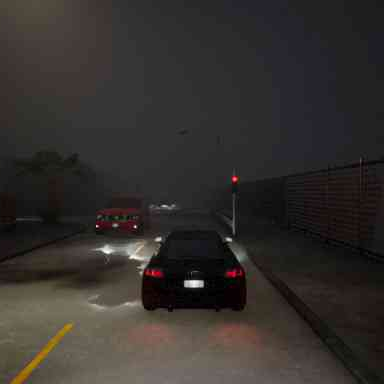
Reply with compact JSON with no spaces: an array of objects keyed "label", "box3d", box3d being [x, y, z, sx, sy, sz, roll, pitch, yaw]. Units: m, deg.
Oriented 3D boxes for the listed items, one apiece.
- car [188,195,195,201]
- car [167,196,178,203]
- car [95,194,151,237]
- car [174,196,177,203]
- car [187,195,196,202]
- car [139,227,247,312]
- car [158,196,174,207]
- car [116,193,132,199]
[{"label":"car","box3d":[-0.220,1.524,85.755,1.812,1.442,4.674,0,0,0]},{"label":"car","box3d":[-4.182,1.540,71.390,2.033,1.411,5.357,0,0,0]},{"label":"car","box3d":[-3.611,1.221,18.531,2.150,2.045,5.566,1,0,0]},{"label":"car","box3d":[-4.220,1.492,61.082,2.128,1.511,4.902,0,0,0]},{"label":"car","box3d":[-0.192,1.524,75.515,1.812,1.442,4.674,0,0,0]},{"label":"car","box3d":[0.044,1.564,7.785,1.994,1.385,4.181,0,0,0]},{"label":"car","box3d":[-4.224,1.478,51.816,1.882,1.535,5.008,0,0,0]},{"label":"car","box3d":[-17.497,1.134,85.753,3.633,1.501,1.845,0,0,0]}]
